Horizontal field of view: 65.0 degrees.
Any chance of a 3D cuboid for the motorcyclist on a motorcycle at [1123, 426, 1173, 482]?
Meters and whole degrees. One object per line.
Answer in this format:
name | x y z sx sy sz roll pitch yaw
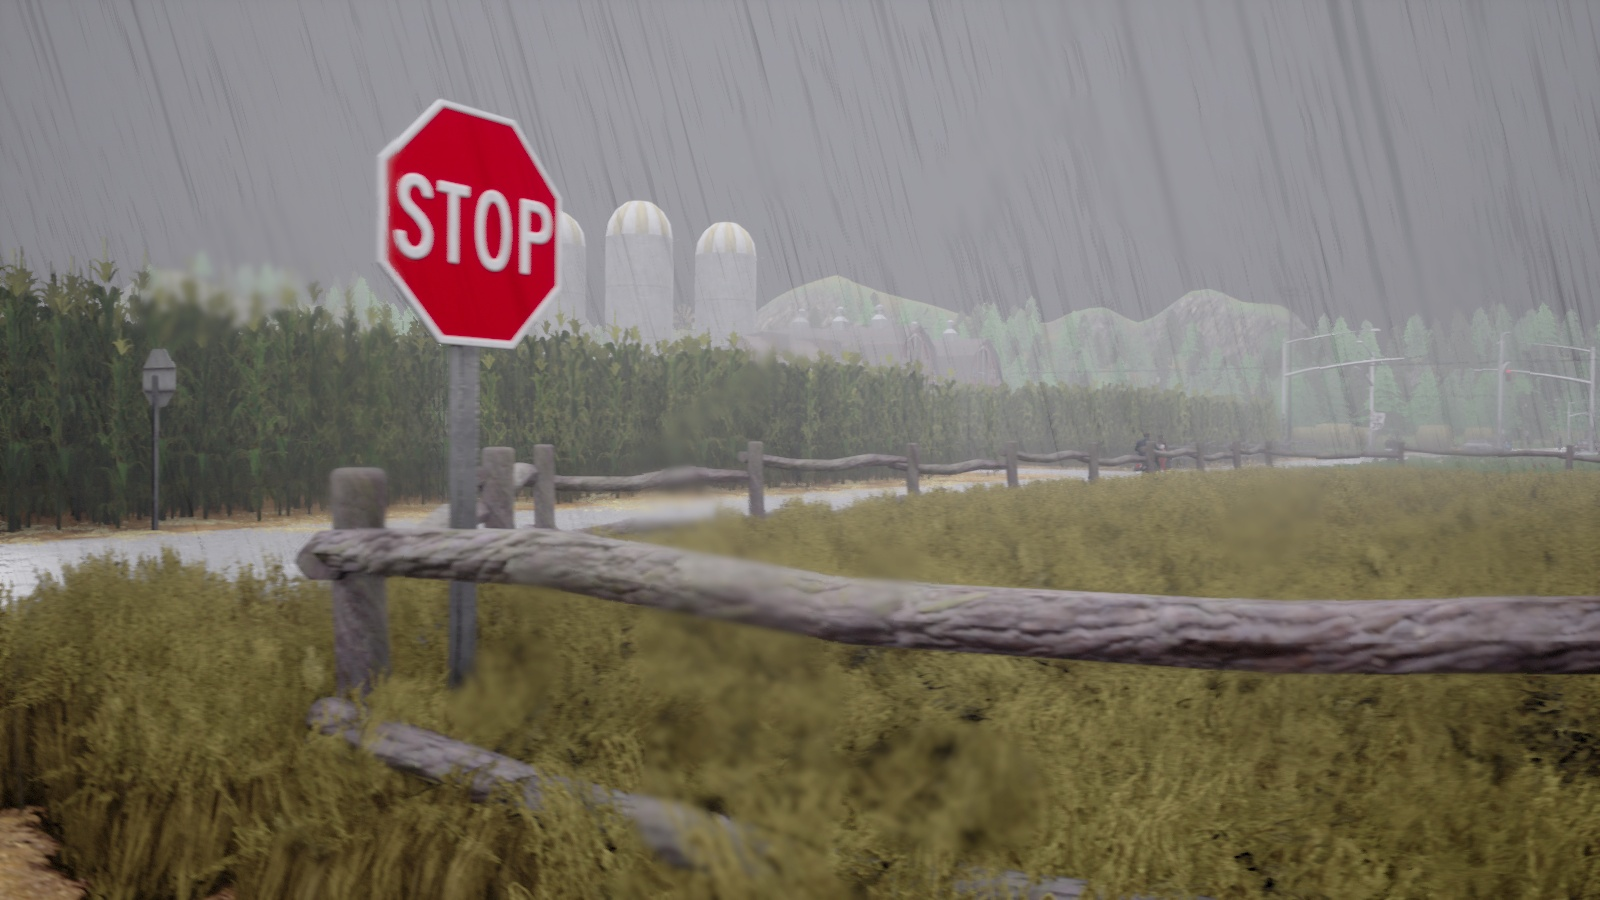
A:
motorcyclist on a motorcycle | 10.093 0.092 36.412 0.866 1.590 1.817 0 1 33
